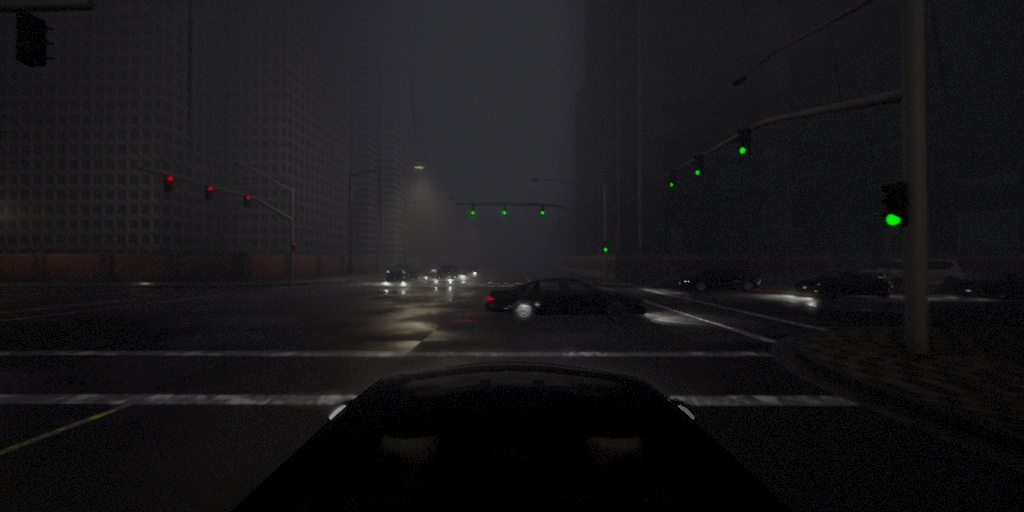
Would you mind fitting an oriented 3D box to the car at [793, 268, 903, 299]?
[{"bbox_3d":[17.804,1.518,19.385,4.181,1.385,1.994,0,-1,0],"label":"car"}]

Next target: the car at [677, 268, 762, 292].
[{"bbox_3d":[13.152,1.501,22.945,4.892,1.490,1.837,0,-1,1],"label":"car"}]

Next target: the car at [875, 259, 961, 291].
[{"bbox_3d":[25.132,1.216,22.838,5.566,2.045,2.150,0,-1,0],"label":"car"}]

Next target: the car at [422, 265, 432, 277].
[{"bbox_3d":[-10.631,1.798,44.776,2.033,1.411,5.357,0,-1,1],"label":"car"}]

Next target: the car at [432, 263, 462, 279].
[{"bbox_3d":[-7.201,1.702,40.145,1.837,1.490,4.892,0,-1,1],"label":"car"}]

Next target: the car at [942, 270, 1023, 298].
[{"bbox_3d":[26.807,1.553,19.321,4.718,1.301,1.895,0,-1,0],"label":"car"}]

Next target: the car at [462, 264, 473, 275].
[{"bbox_3d":[-7.050,1.905,49.400,1.895,1.301,4.718,0,-1,1],"label":"car"}]

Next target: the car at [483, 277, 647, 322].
[{"bbox_3d":[1.724,1.429,12.392,5.357,1.411,2.033,0,-1,0],"label":"car"}]

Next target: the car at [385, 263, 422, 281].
[{"bbox_3d":[-10.765,1.493,35.305,2.097,1.767,4.553,0,-1,1],"label":"car"}]

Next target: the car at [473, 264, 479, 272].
[{"bbox_3d":[-6.797,2.040,61.008,1.895,1.301,4.718,0,-1,1],"label":"car"}]
